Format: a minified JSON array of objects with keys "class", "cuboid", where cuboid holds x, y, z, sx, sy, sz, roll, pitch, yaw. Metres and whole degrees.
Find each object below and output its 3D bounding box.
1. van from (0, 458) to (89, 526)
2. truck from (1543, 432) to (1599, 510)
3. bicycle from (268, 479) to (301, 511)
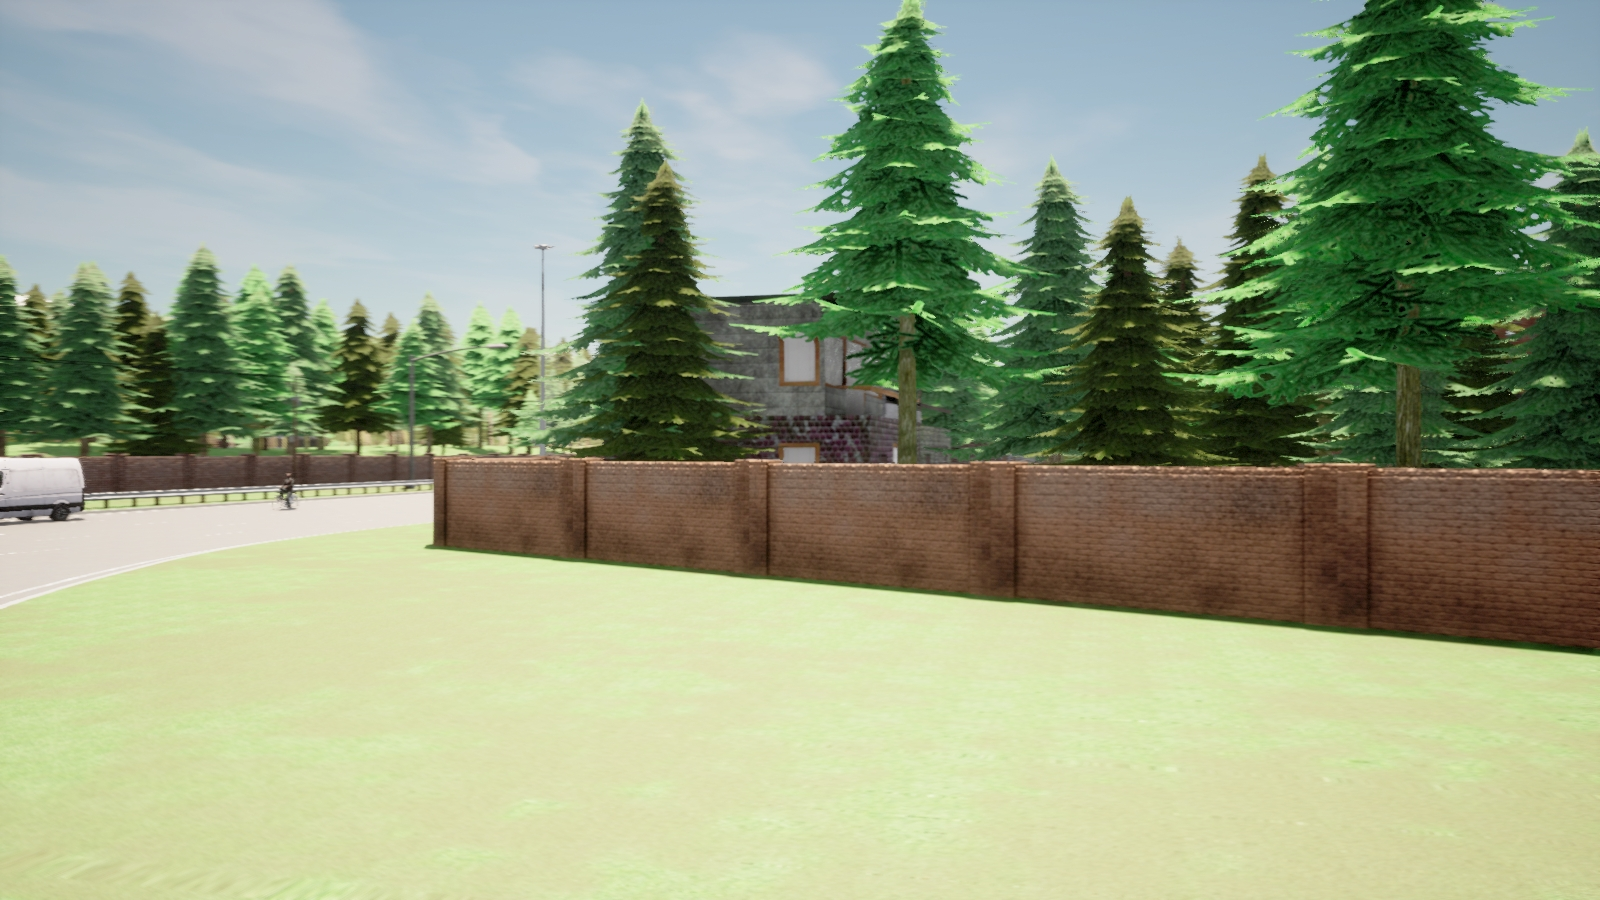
[{"class":"van","cuboid":[-30.983,1.604,44.382,1.988,2.561,5.915,0,0,15]},{"class":"truck","cuboid":[41.549,1.040,58.985,2.891,3.827,8.468,0,0,15]},{"class":"bicycle","cuboid":[-24.626,2.155,54.618,0.329,1.471,1.835,0,0,15]}]
